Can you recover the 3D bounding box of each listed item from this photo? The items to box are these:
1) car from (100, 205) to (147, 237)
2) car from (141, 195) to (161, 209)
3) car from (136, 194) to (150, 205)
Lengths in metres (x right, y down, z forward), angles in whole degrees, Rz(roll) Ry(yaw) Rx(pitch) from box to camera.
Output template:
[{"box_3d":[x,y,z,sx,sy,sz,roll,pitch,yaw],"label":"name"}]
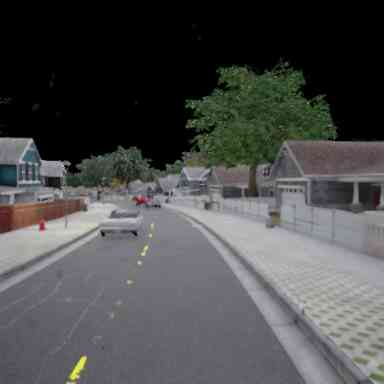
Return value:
[{"box_3d":[-3.684,1.585,18.011,1.895,1.301,4.718,0,0,-5],"label":"car"},{"box_3d":[-5.513,1.569,46.632,2.033,1.411,5.357,0,0,-14],"label":"car"},{"box_3d":[-8.221,1.300,56.840,2.150,2.045,5.566,-1,0,-17],"label":"car"}]
